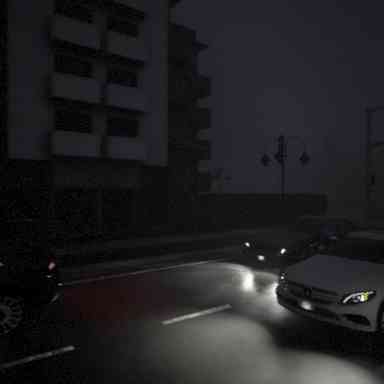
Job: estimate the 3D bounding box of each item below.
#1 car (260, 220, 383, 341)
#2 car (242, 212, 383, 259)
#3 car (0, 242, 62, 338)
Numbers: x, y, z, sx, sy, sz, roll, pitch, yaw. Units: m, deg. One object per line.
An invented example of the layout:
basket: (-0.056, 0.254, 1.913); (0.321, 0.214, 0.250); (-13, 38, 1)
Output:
car: (3.696, 1.515, 6.597); (4.674, 1.442, 1.812); (0, 0, -36)
car: (4.197, 1.533, 11.248); (5.357, 1.411, 2.033); (0, 0, -35)
car: (-4.590, 1.494, 5.005); (4.902, 1.511, 2.128); (0, 0, -35)
